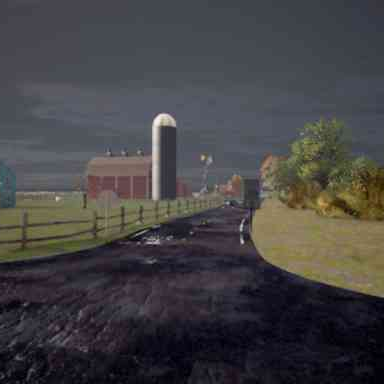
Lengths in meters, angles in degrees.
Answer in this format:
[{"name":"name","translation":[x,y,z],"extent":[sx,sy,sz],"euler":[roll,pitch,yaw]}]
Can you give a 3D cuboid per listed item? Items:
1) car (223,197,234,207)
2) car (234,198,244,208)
[{"name":"car","translation":[6.180,1.642,54.357],"extent":[2.128,1.511,4.902],"euler":[0,0,13]},{"name":"car","translation":[7.919,1.637,49.671],"extent":[2.128,1.511,4.902],"euler":[0,0,13]}]
